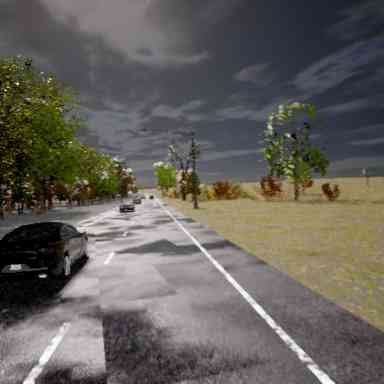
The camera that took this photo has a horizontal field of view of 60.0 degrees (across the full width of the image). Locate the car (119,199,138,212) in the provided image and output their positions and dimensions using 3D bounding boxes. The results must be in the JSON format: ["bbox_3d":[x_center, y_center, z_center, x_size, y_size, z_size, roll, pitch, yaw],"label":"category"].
[{"bbox_3d":[-8.970,2.039,46.240,1.895,1.301,4.718,-2,0,-7],"label":"car"}]

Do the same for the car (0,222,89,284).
[{"bbox_3d":[-4.585,1.690,10.540,1.882,1.535,5.008,-2,0,-7],"label":"car"}]

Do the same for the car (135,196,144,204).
[{"bbox_3d":[-12.949,2.171,78.574,1.994,1.385,4.181,-2,0,-7],"label":"car"}]
